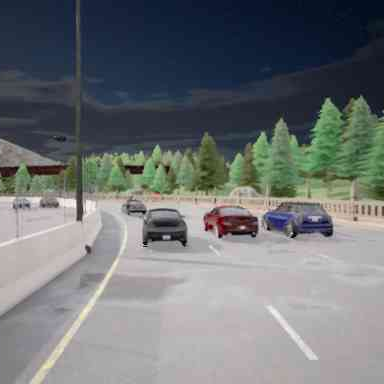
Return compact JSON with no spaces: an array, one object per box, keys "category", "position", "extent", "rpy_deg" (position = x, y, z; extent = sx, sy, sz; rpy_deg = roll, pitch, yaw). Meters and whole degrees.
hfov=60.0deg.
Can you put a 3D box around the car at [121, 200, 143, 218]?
[{"category":"car","position":[-5.858,1.511,33.142],"extent":[2.033,1.411,5.357],"rpy_deg":[0,0,-20]}]

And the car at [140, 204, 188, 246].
[{"category":"car","position":[-1.328,1.483,15.136],"extent":[1.837,1.490,4.892],"rpy_deg":[0,0,-8]}]

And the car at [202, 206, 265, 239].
[{"category":"car","position":[1.847,1.441,17.329],"extent":[1.882,1.535,5.008],"rpy_deg":[0,0,-10]}]

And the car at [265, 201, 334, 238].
[{"category":"car","position":[5.345,1.302,17.455],"extent":[2.097,1.767,4.553],"rpy_deg":[0,0,-9]}]
